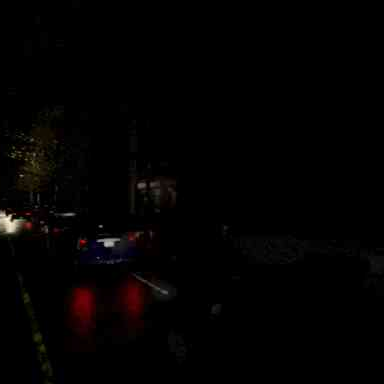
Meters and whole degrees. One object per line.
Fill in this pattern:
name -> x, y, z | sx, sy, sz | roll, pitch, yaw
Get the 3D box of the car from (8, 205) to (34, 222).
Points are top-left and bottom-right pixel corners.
car -> -18.463, 2.439, 35.783 | 1.812, 1.442, 4.674 | 1, -2, -30

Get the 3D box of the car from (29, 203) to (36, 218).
car -> -20.346, 2.604, 44.579 | 1.967, 1.590, 4.097 | 1, -2, -30

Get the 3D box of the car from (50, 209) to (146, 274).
car -> -3.634, 1.671, 12.116 | 2.097, 1.767, 4.553 | 1, -2, -30

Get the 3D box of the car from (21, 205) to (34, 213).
car -> -31.730, 3.254, 64.042 | 1.947, 1.339, 4.313 | 1, -2, -30

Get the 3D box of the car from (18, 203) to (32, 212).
car -> -34.574, 3.143, 68.918 | 2.192, 1.841, 5.009 | 1, -2, -30

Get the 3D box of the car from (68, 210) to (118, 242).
car -> -6.117, 1.975, 20.242 | 1.967, 1.590, 4.097 | 1, -2, -30

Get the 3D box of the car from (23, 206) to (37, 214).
car -> -28.885, 3.134, 59.176 | 1.802, 1.307, 4.206 | 1, -2, -30

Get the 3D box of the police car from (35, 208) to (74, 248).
police car -> -6.732, 1.875, 17.414 | 1.930, 1.638, 5.238 | 1, -2, -30

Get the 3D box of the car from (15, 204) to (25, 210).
car -> -43.112, 3.811, 83.511 | 1.947, 1.339, 4.313 | 1, -2, -30

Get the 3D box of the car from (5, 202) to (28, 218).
car -> -24.057, 2.382, 45.273 | 2.150, 2.045, 5.566 | 1, -2, -30

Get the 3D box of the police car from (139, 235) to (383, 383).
police car -> 1.342, 1.544, 3.603 | 1.930, 1.638, 5.238 | 1, -2, -30

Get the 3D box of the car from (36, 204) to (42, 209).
car -> -14.653, 2.225, 34.848 | 2.192, 1.841, 5.009 | 1, -2, -30

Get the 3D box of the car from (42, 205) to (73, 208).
car -> -11.808, 2.098, 29.981 | 2.192, 1.841, 5.009 | 1, -2, -30

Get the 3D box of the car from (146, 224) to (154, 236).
car -> -3.272, 1.856, 15.376 | 1.967, 1.590, 4.097 | 1, -2, -30
